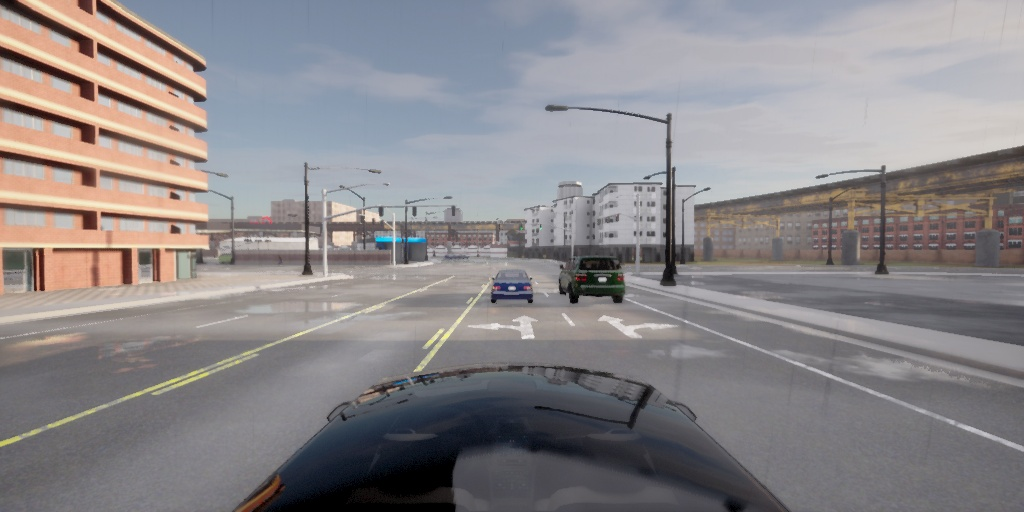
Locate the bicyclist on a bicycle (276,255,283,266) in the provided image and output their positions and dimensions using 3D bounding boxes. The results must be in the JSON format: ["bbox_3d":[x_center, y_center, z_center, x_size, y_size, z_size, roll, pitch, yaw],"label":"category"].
[{"bbox_3d":[-34.636,0.647,53.503,0.582,1.620,1.656,0,1,-1],"label":"bicyclist on a bicycle"}]

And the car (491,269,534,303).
[{"bbox_3d":[0.000,1.305,16.502,2.033,1.411,5.357,0,0,0],"label":"car"}]

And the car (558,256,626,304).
[{"bbox_3d":[3.500,0.999,16.530,2.150,2.045,5.566,0,0,0],"label":"car"}]
